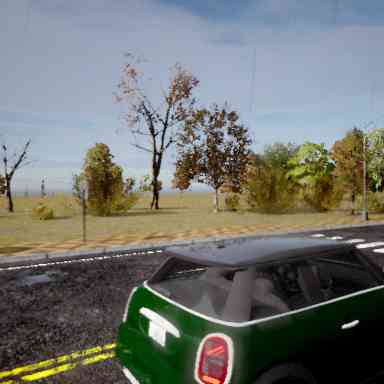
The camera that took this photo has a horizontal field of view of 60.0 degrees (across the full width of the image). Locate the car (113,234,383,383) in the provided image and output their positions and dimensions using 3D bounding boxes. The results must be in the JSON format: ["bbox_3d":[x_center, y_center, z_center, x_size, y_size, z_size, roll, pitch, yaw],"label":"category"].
[{"bbox_3d":[1.413,1.352,4.353,4.553,1.767,2.097,0,0,-35],"label":"car"}]
